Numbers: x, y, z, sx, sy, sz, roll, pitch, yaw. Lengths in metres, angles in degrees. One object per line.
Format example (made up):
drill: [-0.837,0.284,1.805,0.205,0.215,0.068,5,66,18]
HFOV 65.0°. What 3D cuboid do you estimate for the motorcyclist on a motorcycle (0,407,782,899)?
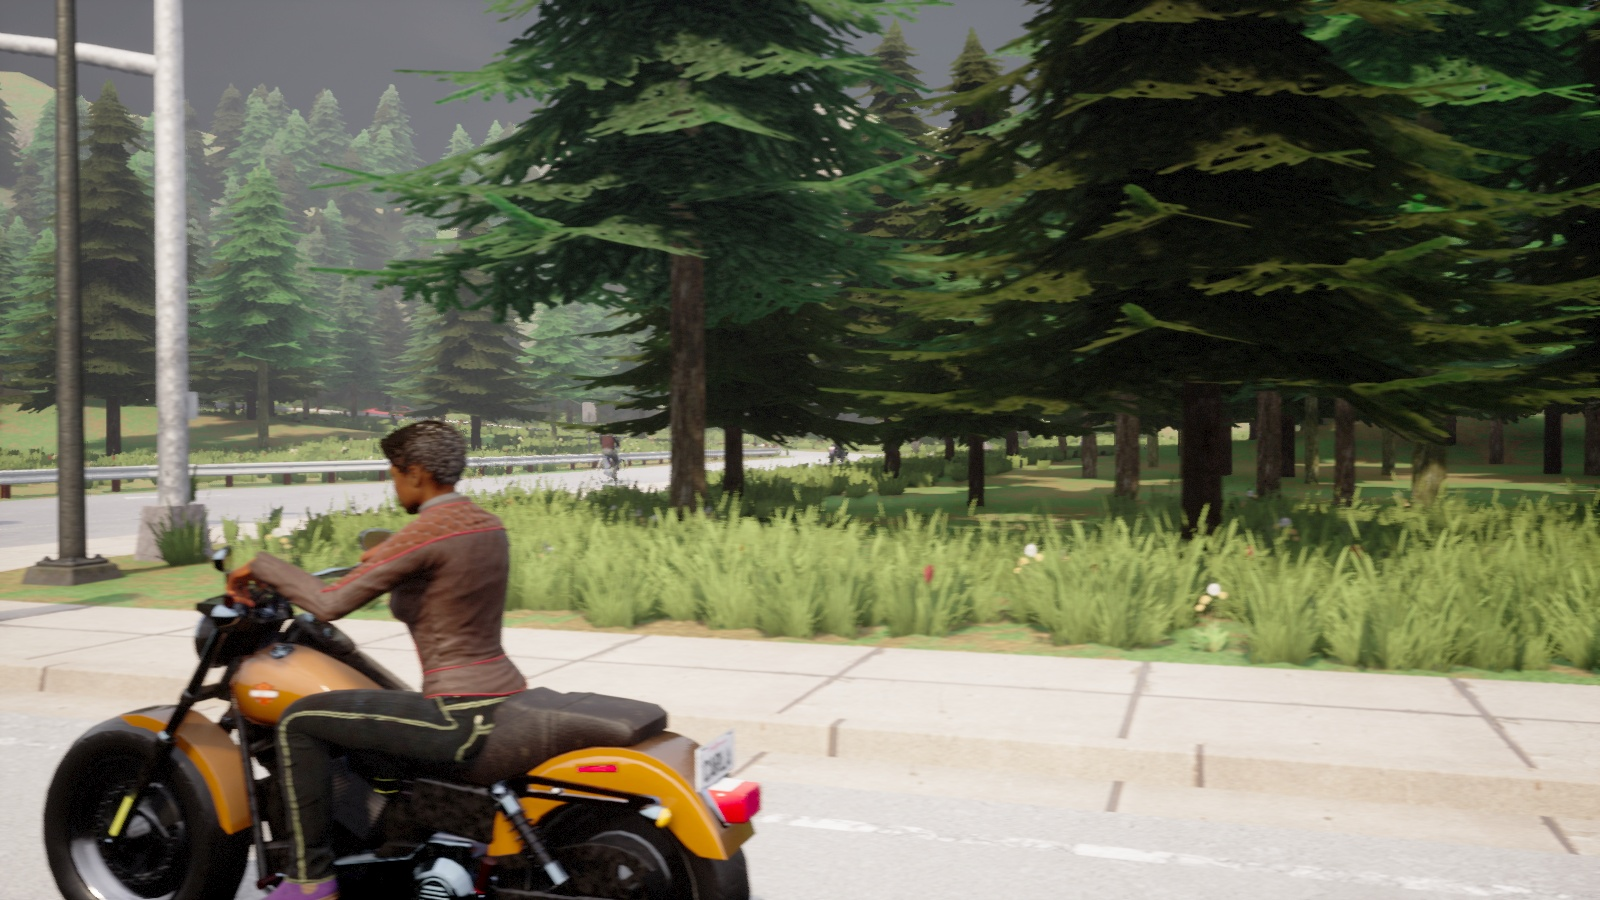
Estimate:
motorcyclist on a motorcycle: [-1.287,0.714,3.619,2.350,1.649,0.766,0,1,19]

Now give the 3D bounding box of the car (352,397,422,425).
car: [-29.599,-2.772,90.038,4.514,1.525,2.007,5,-1,-22]

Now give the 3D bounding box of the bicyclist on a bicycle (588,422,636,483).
bicyclist on a bicycle: [-5.572,0.053,37.252,0.659,1.776,1.843,1,1,18]

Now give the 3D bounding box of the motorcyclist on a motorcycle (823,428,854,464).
motorcyclist on a motorcycle: [1.804,-0.180,58.586,0.766,1.649,2.350,1,1,20]
